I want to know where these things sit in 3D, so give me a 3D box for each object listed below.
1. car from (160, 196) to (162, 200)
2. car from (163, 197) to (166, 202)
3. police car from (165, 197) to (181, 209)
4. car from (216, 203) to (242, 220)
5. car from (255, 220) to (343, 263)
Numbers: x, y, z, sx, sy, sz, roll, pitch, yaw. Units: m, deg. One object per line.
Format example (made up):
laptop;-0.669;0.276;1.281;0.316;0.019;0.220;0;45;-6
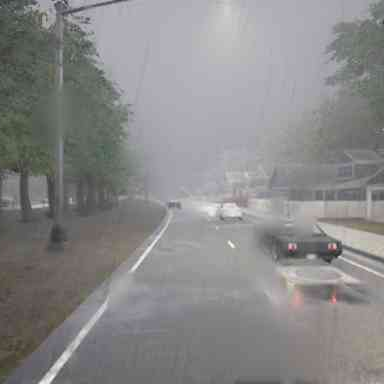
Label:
car;-6.358;1.935;85.005;1.895;1.301;4.718;0;0;-11
car;-3.744;1.869;60.814;1.837;1.490;4.892;0;0;-7
police car;-2.691;1.755;50.963;1.930;1.638;5.238;0;0;-5
car;3.295;1.738;29.962;1.812;1.442;4.674;0;0;-2
car;3.598;1.680;12.237;1.895;1.301;4.718;0;0;0
